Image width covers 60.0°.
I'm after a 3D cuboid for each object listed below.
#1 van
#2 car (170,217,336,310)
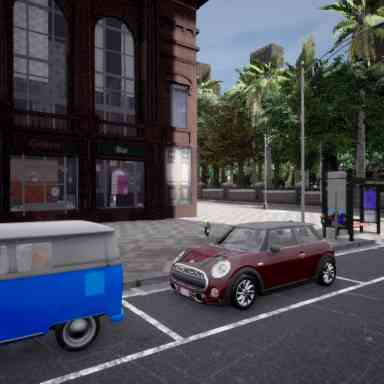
[{"bbox_3d":[-2.941,1.341,4.557,3.998,1.788,1.690,0,0,-36],"label":"van"},{"bbox_3d":[1.475,1.439,7.710,4.097,1.590,1.967,0,0,-36],"label":"car"}]
